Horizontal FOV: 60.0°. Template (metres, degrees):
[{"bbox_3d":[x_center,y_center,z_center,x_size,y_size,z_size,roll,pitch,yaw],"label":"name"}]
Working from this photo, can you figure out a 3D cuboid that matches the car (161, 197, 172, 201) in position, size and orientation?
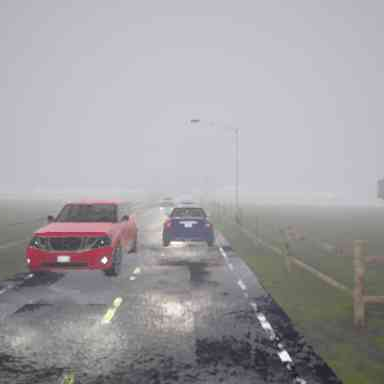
[{"bbox_3d":[-3.630,1.485,49.863,1.882,1.535,5.008,0,0,-1],"label":"car"}]

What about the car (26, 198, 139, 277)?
[{"bbox_3d":[-3.053,1.219,10.566,2.150,2.045,5.566,0,0,-1],"label":"car"}]

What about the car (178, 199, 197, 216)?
[{"bbox_3d":[-0.451,1.508,33.190,1.837,1.490,4.892,0,0,-1],"label":"car"}]

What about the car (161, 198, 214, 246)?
[{"bbox_3d":[-0.178,1.352,15.423,2.097,1.767,4.553,0,0,-1],"label":"car"}]
